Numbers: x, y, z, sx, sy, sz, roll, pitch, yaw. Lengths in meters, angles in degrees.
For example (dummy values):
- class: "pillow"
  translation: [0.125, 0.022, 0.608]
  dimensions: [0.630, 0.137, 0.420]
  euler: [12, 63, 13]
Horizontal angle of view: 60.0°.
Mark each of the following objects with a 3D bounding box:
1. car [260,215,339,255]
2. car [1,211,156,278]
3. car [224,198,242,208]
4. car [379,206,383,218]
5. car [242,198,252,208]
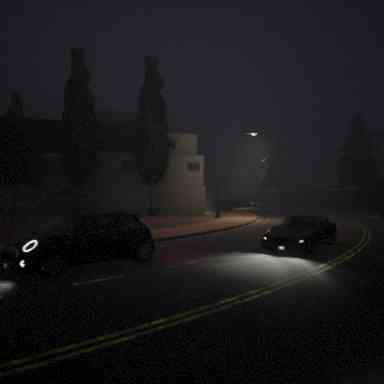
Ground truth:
- class: "car"
  translation: [4.892, 1.708, 14.459]
  dimensions: [2.033, 1.411, 5.357]
  euler: [0, -1, 37]
- class: "car"
  translation: [-3.445, 1.442, 10.627]
  dimensions: [4.553, 1.767, 2.097]
  euler: [1, -1, -43]
- class: "car"
  translation: [6.704, 2.109, 59.155]
  dimensions: [1.837, 1.490, 4.892]
  euler: [0, -1, -13]
- class: "car"
  translation: [19.684, 1.742, 31.870]
  dimensions: [2.097, 1.767, 4.553]
  euler: [0, -1, 11]
- class: "car"
  translation: [9.575, 1.995, 62.272]
  dimensions: [2.097, 1.767, 4.553]
  euler: [0, 0, -13]
